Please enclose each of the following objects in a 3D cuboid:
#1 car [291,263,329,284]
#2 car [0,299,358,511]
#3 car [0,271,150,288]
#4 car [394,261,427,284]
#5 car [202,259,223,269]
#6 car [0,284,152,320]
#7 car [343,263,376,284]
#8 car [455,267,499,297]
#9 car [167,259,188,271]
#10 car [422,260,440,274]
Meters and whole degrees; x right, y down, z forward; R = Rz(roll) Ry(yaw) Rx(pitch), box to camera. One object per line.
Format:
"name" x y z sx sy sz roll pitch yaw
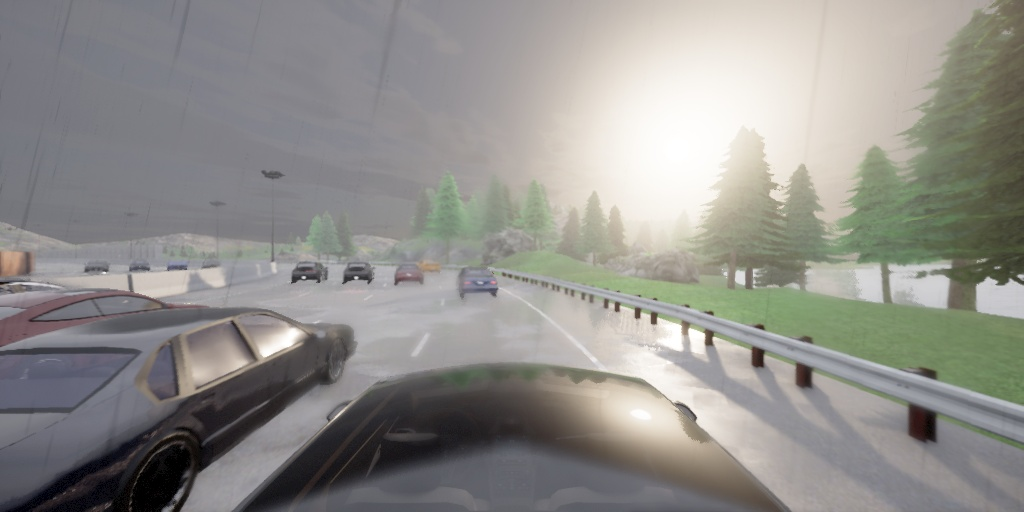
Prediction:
"car" -15.131 1.224 26.995 1.837 1.490 4.892 0 0 -19
"car" -3.518 1.296 3.898 2.033 1.411 5.357 0 0 -4
"car" -10.895 1.240 7.592 2.128 1.511 4.902 0 0 -4
"car" -7.632 1.278 26.448 1.994 1.385 4.181 0 0 -17
"car" -41.722 1.210 49.848 1.837 1.490 4.892 0 0 -45
"car" -7.279 1.274 6.075 1.812 1.442 4.674 0 0 -3
"car" -11.341 1.221 26.645 1.837 1.490 4.892 0 0 -18
"car" -1.904 1.270 18.621 2.033 1.411 5.357 0 0 -11
"car" -44.246 1.186 47.433 1.882 1.535 5.008 0 0 -45
"car" -9.527 1.170 40.489 1.882 1.535 5.008 0 0 -26
